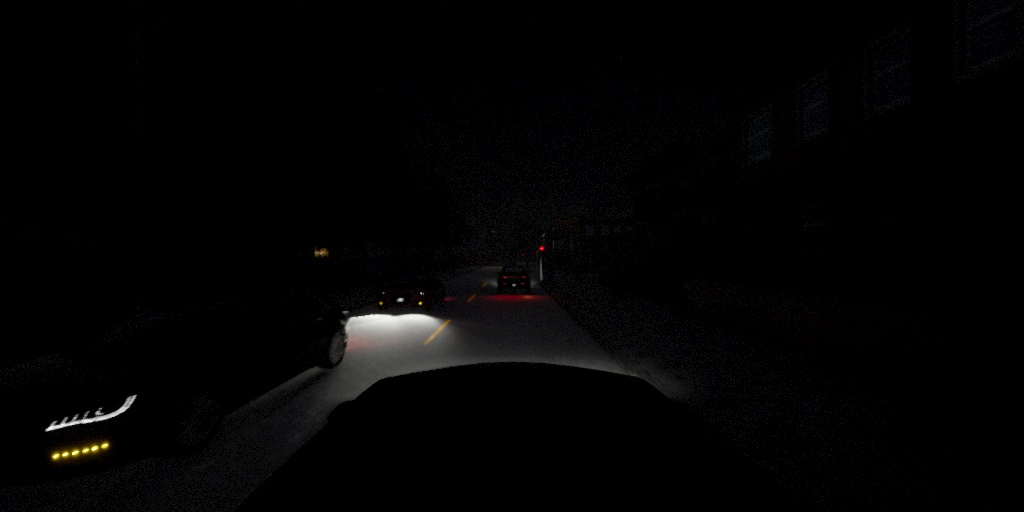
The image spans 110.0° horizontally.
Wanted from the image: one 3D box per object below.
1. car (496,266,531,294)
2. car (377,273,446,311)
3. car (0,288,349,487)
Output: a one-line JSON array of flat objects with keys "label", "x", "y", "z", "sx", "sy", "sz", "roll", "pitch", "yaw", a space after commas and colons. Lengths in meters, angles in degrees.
[{"label": "car", "x": 0.103, "y": 1.362, "z": 21.504, "sx": 2.128, "sy": 1.511, "sz": 4.902, "roll": 0, "pitch": 0, "yaw": 0}, {"label": "car", "x": -3.999, "y": 1.395, "z": 14.863, "sx": 1.994, "sy": 1.385, "sz": 4.181, "roll": 0, "pitch": 0, "yaw": 0}, {"label": "car", "x": -4.097, "y": 1.277, "z": 5.134, "sx": 1.837, "sy": 1.490, "sz": 4.892, "roll": 0, "pitch": -1, "yaw": 0}]
